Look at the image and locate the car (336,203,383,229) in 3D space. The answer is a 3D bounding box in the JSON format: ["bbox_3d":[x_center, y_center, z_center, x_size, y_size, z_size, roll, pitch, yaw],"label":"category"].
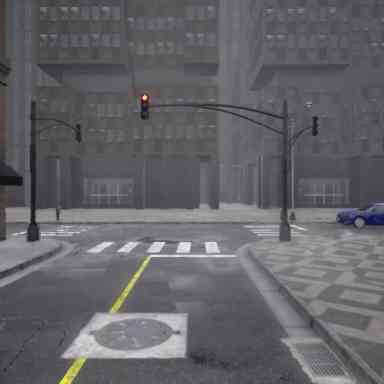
[{"bbox_3d":[11.811,1.458,21.124,5.008,1.535,1.882,0,0,1],"label":"car"}]

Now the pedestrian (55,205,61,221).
[{"bbox_3d":[-9.817,1.532,24.418,0.500,1.100,0.500,0,0,1],"label":"pedestrian"}]
